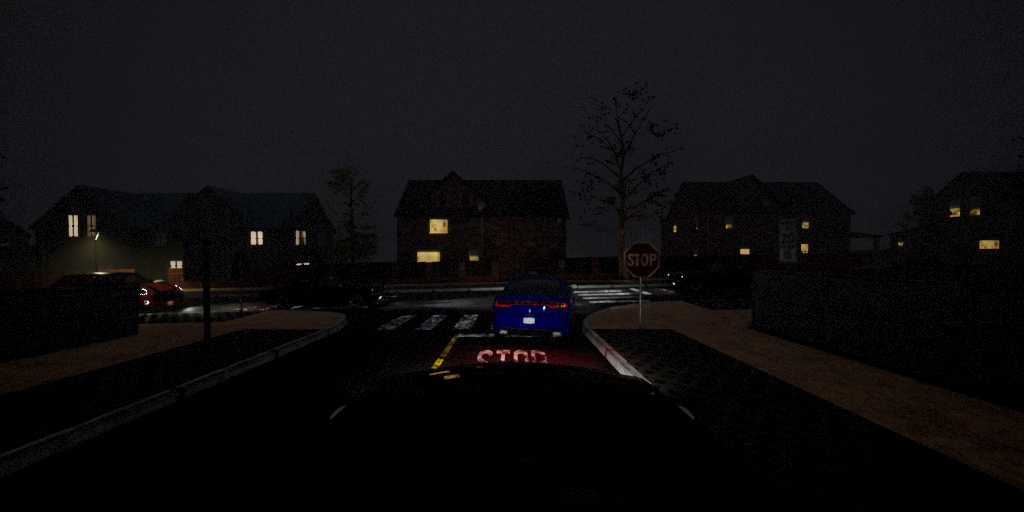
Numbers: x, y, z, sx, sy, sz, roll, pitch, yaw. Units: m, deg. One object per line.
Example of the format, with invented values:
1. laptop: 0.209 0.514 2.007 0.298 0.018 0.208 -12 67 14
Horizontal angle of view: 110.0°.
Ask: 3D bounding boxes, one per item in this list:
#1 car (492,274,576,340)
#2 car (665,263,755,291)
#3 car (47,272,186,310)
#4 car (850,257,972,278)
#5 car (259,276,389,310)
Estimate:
1. car: 0.782 1.226 10.075 1.882 1.535 5.008 0 0 10
2. car: 10.401 1.034 18.216 4.718 1.301 1.895 -1 1 -1
3. car: -16.806 1.471 15.266 4.553 1.767 2.097 -1 1 0
4. car: 20.047 0.753 18.257 5.357 1.411 2.033 -1 1 0
5. car: -7.819 1.506 15.278 4.718 1.301 1.895 -1 1 0
